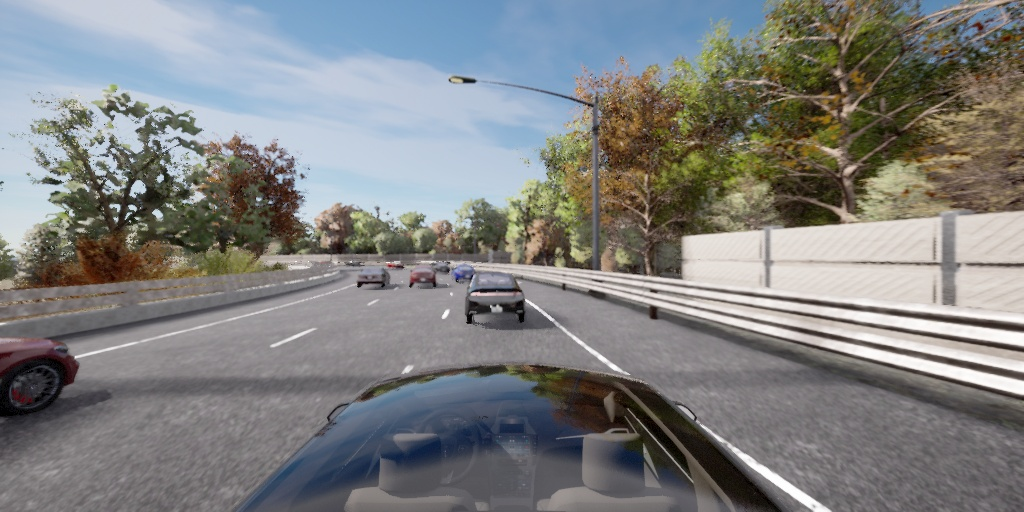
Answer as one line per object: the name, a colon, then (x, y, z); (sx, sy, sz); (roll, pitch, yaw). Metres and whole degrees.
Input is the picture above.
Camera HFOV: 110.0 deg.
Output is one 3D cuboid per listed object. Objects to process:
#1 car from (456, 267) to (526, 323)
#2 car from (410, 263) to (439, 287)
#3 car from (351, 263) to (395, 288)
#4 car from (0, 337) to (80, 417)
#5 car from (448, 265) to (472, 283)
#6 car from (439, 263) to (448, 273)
car: (-0.654, 1.310, 12.492); (2.128, 1.511, 4.902); (0, 0, -5)
car: (-6.558, 1.455, 26.549); (1.812, 1.442, 4.674); (0, 0, -13)
car: (-9.970, 1.489, 26.071); (2.033, 1.411, 5.357); (0, 0, -14)
car: (-7.044, 1.314, 3.076); (1.812, 1.442, 4.674); (0, 0, -1)
car: (-4.109, 1.470, 30.683); (1.812, 1.442, 4.674); (0, 0, -15)
car: (-9.247, 1.590, 46.674); (1.812, 1.442, 4.674); (0, 0, -20)
